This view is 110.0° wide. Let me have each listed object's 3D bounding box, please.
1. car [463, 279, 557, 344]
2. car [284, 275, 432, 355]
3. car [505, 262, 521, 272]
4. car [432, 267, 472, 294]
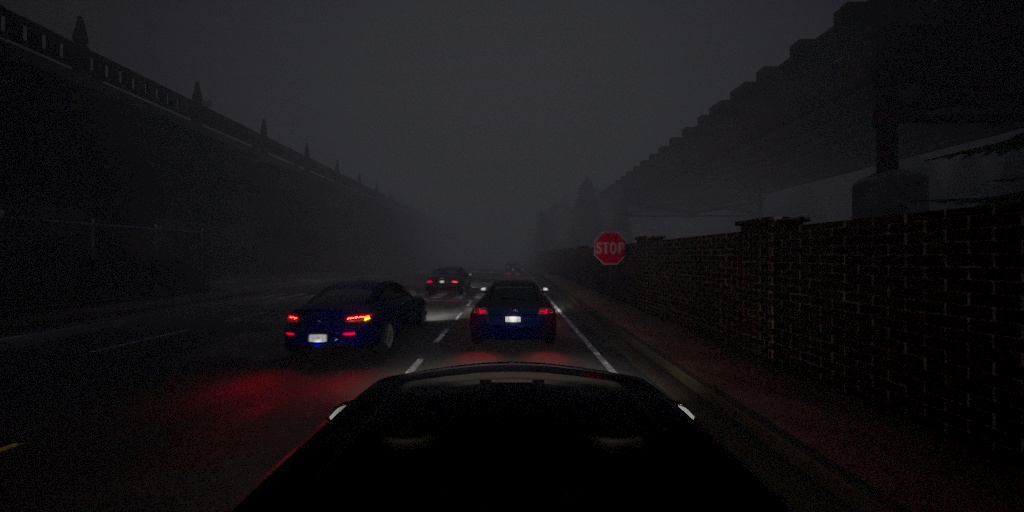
[{"bbox_3d":[0.063,1.315,9.633,1.994,1.385,4.181,0,0,1],"label":"car"},{"bbox_3d":[-3.416,1.276,8.598,1.812,1.442,4.674,0,0,0],"label":"car"},{"bbox_3d":[0.088,1.355,45.485,1.895,1.301,4.718,0,0,-1],"label":"car"},{"bbox_3d":[-3.405,1.299,20.023,2.033,1.411,5.357,0,0,0],"label":"car"}]
